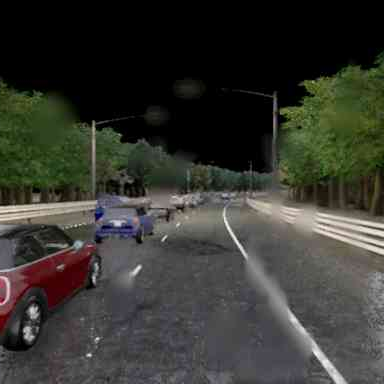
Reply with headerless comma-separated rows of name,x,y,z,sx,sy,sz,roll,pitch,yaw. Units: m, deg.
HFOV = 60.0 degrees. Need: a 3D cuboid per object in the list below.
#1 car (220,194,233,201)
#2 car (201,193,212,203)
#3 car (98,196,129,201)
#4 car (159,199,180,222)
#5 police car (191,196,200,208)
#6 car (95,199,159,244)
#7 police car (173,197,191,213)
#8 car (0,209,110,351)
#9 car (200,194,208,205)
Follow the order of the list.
car,7.943,1.343,79.267,1.882,1.535,5.008,0,0,12
car,2.843,1.291,70.465,2.150,2.045,5.566,0,0,10
car,-5.952,1.320,26.503,2.150,2.045,5.566,0,0,4
car,-2.514,1.598,27.353,2.128,1.511,4.902,0,0,4
police car,-0.416,1.602,48.966,2.038,1.542,4.974,0,0,7
car,-3.131,1.418,16.484,2.097,1.767,4.553,0,0,2
police car,-1.599,1.536,38.281,1.930,1.638,5.238,0,0,6
car,-3.294,1.375,6.425,2.097,1.767,4.553,0,0,1
car,1.067,1.630,59.723,2.033,1.411,5.357,0,0,9
